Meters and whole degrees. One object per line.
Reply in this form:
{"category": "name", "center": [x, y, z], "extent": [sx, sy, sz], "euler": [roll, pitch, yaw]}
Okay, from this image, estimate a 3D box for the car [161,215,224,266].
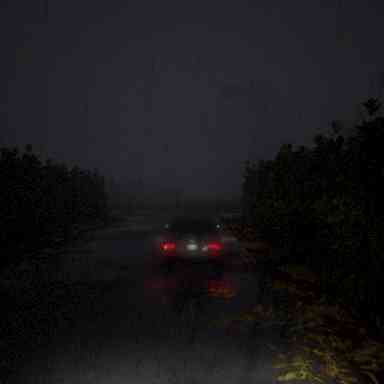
{"category": "car", "center": [0.019, 1.489, 11.316], "extent": [2.033, 1.411, 5.357], "euler": [0, 0, 0]}
